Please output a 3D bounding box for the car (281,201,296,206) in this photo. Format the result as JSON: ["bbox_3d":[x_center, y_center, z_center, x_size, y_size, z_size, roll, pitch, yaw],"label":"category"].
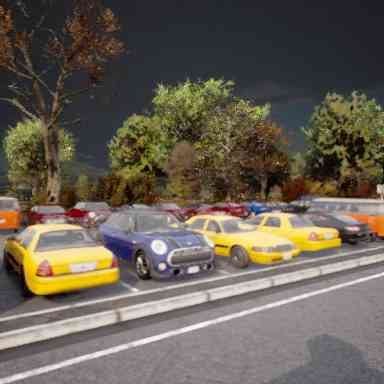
[{"bbox_3d":[7.448,1.600,31.865,2.231,1.521,4.892,0,0,-36],"label":"car"}]

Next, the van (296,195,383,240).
[{"bbox_3d":[7.880,1.327,16.857,1.878,1.987,4.442,0,0,-36],"label":"van"}]

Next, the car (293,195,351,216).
[{"bbox_3d":[14.244,1.390,36.714,2.435,2.045,5.566,0,0,-36],"label":"car"}]

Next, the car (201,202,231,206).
[{"bbox_3d":[0.545,1.581,26.955,2.163,1.488,4.792,0,0,-36],"label":"car"}]

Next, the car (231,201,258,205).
[{"bbox_3d":[2.860,1.567,28.573,2.097,1.535,5.008,0,0,-36],"label":"car"}]

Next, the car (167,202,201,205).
[{"bbox_3d":[-1.836,1.534,25.217,2.097,1.535,5.008,0,0,-36],"label":"car"}]

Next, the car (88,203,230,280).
[{"bbox_3d":[-1.255,1.363,10.201,2.185,1.767,4.553,0,0,-36],"label":"car"}]

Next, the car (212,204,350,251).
[{"bbox_3d":[3.247,1.518,13.619,1.946,1.575,5.366,0,0,-36],"label":"car"}]

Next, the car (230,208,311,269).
[{"bbox_3d":[1.167,1.502,11.671,1.946,1.575,5.366,0,0,-36],"label":"car"}]

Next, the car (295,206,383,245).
[{"bbox_3d":[5.652,1.577,15.113,2.002,1.452,4.674,0,0,-36],"label":"car"}]

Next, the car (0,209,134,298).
[{"bbox_3d":[-3.642,1.470,8.679,1.946,1.575,5.366,0,0,-36],"label":"car"}]

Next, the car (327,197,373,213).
[{"bbox_3d":[18.961,1.532,40.054,2.185,1.767,4.553,1,-1,-36],"label":"car"}]

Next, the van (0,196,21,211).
[{"bbox_3d":[-10.975,1.245,18.800,1.878,1.987,4.442,1,0,-36],"label":"van"}]

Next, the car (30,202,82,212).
[{"bbox_3d":[-8.720,1.486,20.281,2.097,1.535,5.008,0,0,-36],"label":"car"}]

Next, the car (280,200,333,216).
[{"bbox_3d":[12.029,1.630,35.168,2.231,1.521,4.892,0,0,-36],"label":"car"}]

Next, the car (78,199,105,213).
[{"bbox_3d":[-6.440,1.377,21.948,2.185,1.767,4.553,0,0,-36],"label":"car"}]

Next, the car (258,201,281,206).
[{"bbox_3d":[5.154,1.583,30.219,2.097,1.535,5.008,0,0,-36],"label":"car"}]
